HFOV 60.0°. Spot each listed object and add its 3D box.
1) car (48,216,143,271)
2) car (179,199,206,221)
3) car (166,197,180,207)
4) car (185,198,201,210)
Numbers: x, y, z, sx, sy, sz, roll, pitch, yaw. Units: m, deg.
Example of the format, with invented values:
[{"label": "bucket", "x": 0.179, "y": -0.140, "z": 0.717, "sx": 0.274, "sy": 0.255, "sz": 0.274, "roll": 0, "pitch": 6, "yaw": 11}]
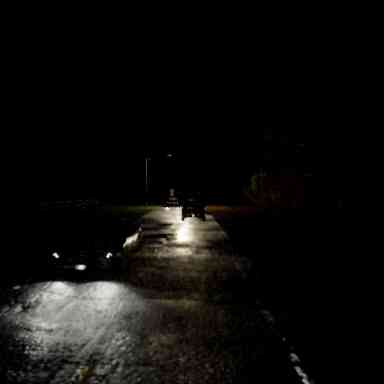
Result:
[{"label": "car", "x": -2.844, "y": 1.548, "z": 11.172, "sx": 2.033, "sy": 1.411, "sz": 5.357, "roll": 0, "pitch": 0, "yaw": 0}, {"label": "car", "x": 0.098, "y": 1.509, "z": 27.368, "sx": 1.837, "sy": 1.490, "sz": 4.892, "roll": 0, "pitch": 0, "yaw": 0}, {"label": "car", "x": -2.825, "y": 1.485, "z": 50.065, "sx": 1.882, "sy": 1.535, "sz": 5.008, "roll": 0, "pitch": 0, "yaw": 0}, {"label": "car", "x": 0.084, "y": 1.569, "z": 43.629, "sx": 1.994, "sy": 1.385, "sz": 4.181, "roll": 0, "pitch": 0, "yaw": 0}]
